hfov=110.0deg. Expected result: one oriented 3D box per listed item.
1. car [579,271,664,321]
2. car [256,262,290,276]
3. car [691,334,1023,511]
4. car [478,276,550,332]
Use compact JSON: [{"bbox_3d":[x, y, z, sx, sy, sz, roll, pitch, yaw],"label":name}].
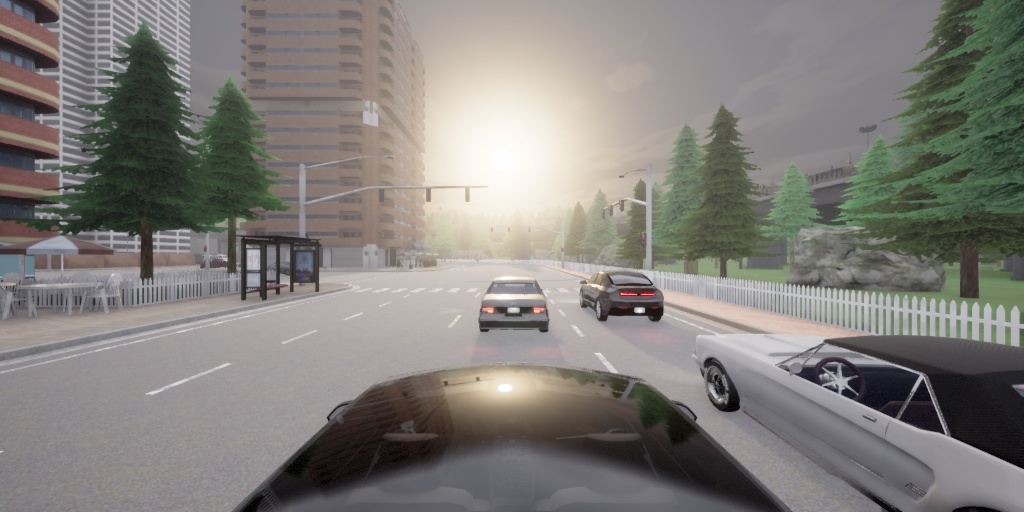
[{"bbox_3d":[3.568,1.255,12.375,1.837,1.490,4.892,0,0,1],"label":"car"},{"bbox_3d":[-24.442,1.331,37.773,4.674,1.442,1.812,0,0,0],"label":"car"},{"bbox_3d":[3.514,1.351,3.113,1.895,1.301,4.718,0,0,1],"label":"car"},{"bbox_3d":[0.081,1.297,10.787,2.033,1.411,5.357,0,0,1],"label":"car"}]
